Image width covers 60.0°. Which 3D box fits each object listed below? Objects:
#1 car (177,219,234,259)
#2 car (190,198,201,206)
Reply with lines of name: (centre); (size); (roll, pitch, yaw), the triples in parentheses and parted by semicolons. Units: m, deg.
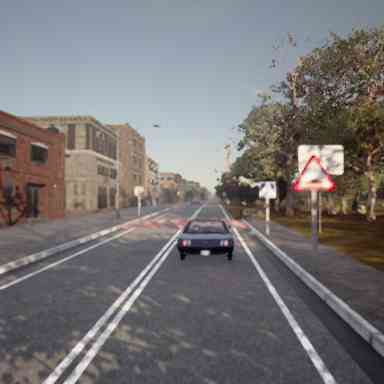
car: (0.587, 1.686, 12.964); (1.895, 1.301, 4.718); (0, 0, 4)
car: (0.677, 1.982, 66.493); (1.994, 1.385, 4.181); (0, -1, 4)
